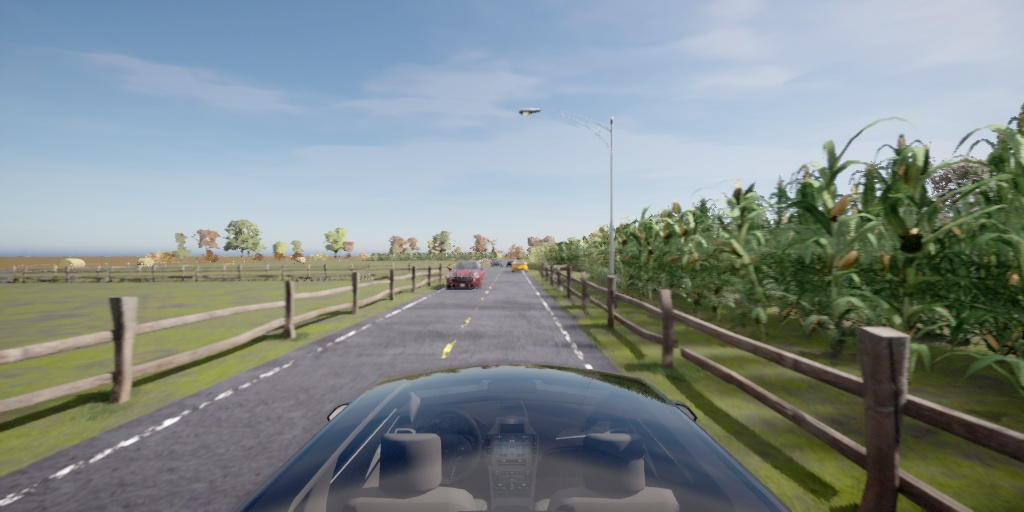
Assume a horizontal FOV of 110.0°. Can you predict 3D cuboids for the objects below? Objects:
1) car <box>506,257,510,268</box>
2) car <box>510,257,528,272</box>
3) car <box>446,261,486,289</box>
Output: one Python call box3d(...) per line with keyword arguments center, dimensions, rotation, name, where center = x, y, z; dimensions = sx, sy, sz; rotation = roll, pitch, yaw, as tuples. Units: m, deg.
box3d(center=(-0.018, 1.230, 63.544), dimensions=(1.882, 1.535, 5.008), rotation=(0, 0, 0), name="car")
box3d(center=(0.950, 1.227, 44.975), dimensions=(1.882, 1.535, 5.008), rotation=(0, 0, 0), name="car")
box3d(center=(-2.853, 1.100, 22.899), dimensions=(2.097, 1.767, 4.553), rotation=(0, 0, 0), name="car")
